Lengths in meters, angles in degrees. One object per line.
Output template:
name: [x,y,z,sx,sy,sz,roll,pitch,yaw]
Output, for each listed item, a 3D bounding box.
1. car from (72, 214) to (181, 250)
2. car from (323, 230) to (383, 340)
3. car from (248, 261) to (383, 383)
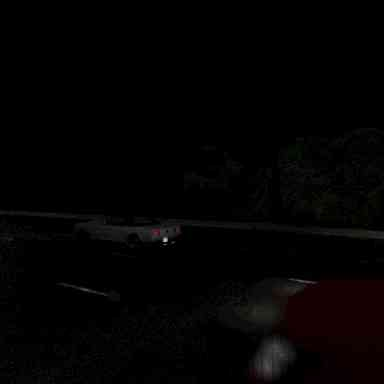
car: [-2.912,1.572,14.160,4.718,1.301,1.895,0,0,32]
car: [4.605,1.516,4.905,4.674,1.442,1.812,0,0,36]
car: [3.088,1.218,1.713,5.566,2.045,2.150,0,0,36]
